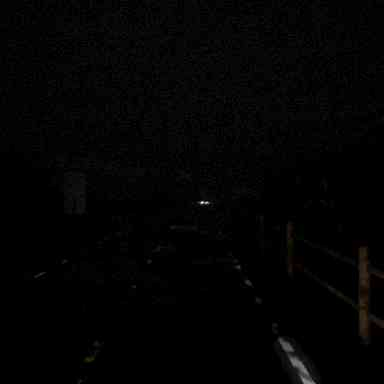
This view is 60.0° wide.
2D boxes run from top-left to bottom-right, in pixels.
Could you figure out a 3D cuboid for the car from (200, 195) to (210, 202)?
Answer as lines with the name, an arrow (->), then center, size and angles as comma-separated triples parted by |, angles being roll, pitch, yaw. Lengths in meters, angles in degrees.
car -> 3.103, 1.530, 77.611 | 2.128, 1.511, 4.902 | 0, 0, 9
